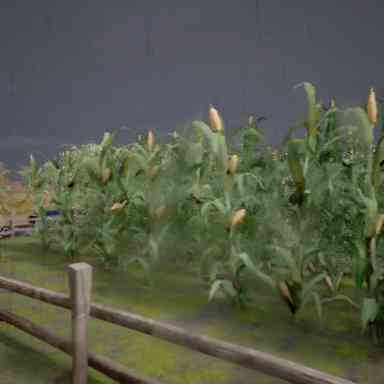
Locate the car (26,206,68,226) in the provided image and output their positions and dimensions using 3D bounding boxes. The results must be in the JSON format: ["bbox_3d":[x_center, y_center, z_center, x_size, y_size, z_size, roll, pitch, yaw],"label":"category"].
[{"bbox_3d":[-10.232,1.757,25.202,1.994,1.385,4.181,-1,0,37],"label":"car"}]
